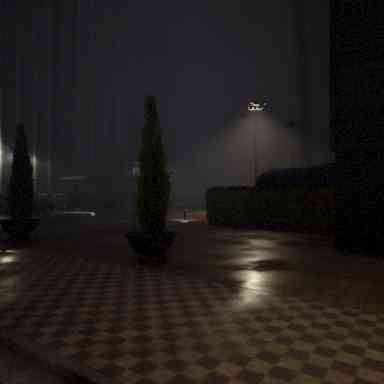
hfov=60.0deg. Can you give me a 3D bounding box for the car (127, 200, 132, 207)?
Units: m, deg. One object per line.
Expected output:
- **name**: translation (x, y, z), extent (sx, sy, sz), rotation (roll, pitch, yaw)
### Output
- **car**: translation (-8.062, 1.491, 49.628), extent (2.128, 1.511, 4.902), rotation (0, 0, 35)

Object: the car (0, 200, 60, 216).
- **car**: translation (-15.842, 1.505, 32.344), extent (1.837, 1.490, 4.892), rotation (0, 0, 35)

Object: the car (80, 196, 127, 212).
- **car**: translation (-10.511, 1.505, 40.004), extent (1.837, 1.490, 4.892), rotation (0, 0, 35)

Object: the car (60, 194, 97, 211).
- **car**: translation (-14.055, 1.221, 41.047), extent (2.150, 2.045, 5.566), rotation (0, 0, 35)
